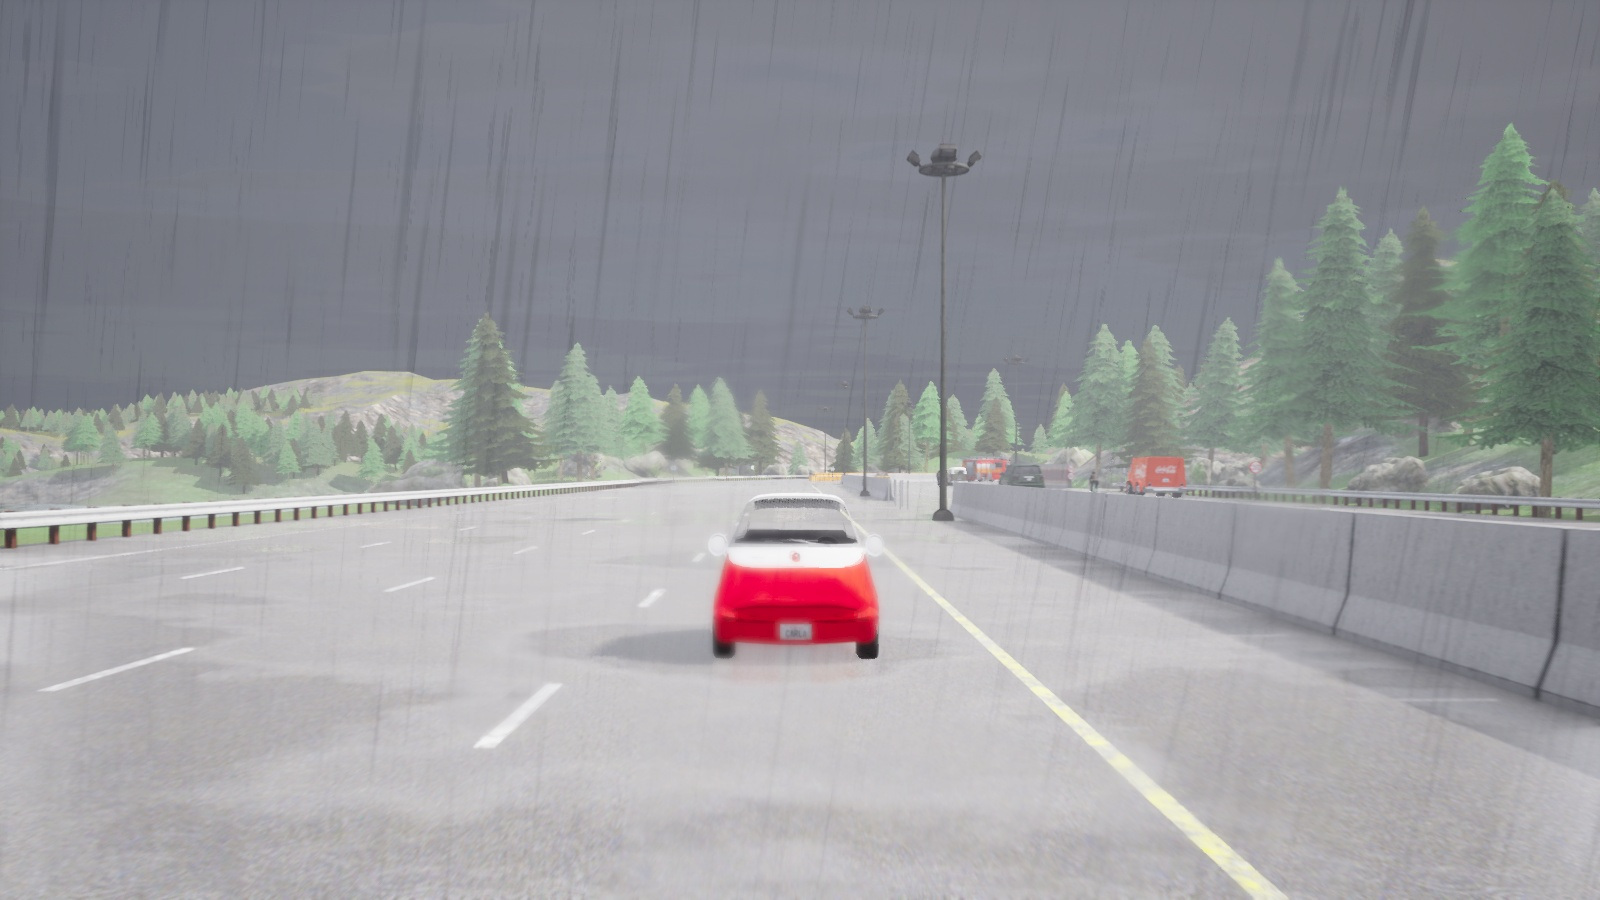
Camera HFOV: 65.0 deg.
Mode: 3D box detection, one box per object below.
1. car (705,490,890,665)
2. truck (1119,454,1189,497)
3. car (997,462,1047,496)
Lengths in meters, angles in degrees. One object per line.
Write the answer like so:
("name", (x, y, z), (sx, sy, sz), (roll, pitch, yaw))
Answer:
("car", (-0.025, 1.056, 11.157), (1.481, 1.376, 2.207), (0, -1, 0))
("truck", (20.825, 1.485, 74.066), (2.627, 2.467, 5.204), (0, -1, 0))
("car", (13.815, 1.795, 78.496), (2.150, 2.045, 5.566), (0, -1, 0))
